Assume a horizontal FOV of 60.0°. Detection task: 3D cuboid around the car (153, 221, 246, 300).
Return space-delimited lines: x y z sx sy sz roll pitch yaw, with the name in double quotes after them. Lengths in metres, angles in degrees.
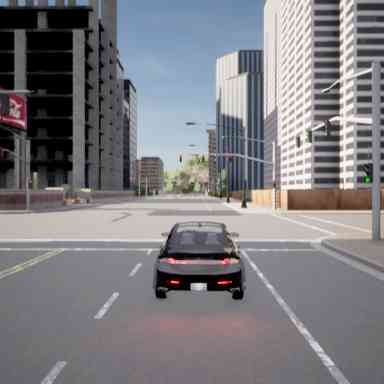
0.200 1.488 8.403 2.128 1.511 4.902 0 0 2 "car"
